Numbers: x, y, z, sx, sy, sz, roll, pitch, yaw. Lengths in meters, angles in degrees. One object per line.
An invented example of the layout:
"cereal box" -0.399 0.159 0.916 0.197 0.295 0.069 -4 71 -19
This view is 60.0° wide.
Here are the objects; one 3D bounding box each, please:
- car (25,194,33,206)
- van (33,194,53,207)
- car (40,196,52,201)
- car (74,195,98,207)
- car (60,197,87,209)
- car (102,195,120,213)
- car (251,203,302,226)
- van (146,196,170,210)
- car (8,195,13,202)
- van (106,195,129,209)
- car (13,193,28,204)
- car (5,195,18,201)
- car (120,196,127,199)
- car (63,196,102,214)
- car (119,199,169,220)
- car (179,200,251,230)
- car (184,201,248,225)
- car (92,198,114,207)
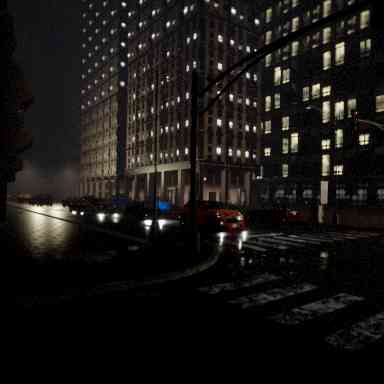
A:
"car" -23.974 1.431 51.324 1.802 1.307 4.206 1 -1 -35
"van" -20.698 1.196 46.722 1.690 1.788 3.998 1 -1 -35
"car" -36.780 1.569 83.802 1.802 1.307 4.206 1 -1 -35
"car" -16.065 1.320 50.197 2.097 1.767 4.553 1 -1 -36
"car" -15.950 1.403 44.585 2.128 1.511 4.902 1 -1 -35
"car" -9.960 1.401 36.090 1.882 1.535 5.008 1 -1 -36
"car" 5.765 1.504 23.951 1.967 1.590 4.097 1 -1 -35
"van" -4.051 1.380 37.764 1.690 1.788 3.998 1 -1 -35
"car" -37.064 1.396 69.741 1.947 1.339 4.313 1 -1 -35
"van" -10.595 1.367 46.973 1.690 1.788 3.998 1 -1 -35
"car" -30.515 1.154 60.535 2.192 1.841 5.009 1 -1 -35
"car" -40.336 1.377 74.345 2.008 1.369 4.403 1 -1 -35
"car" -7.327 1.583 42.366 2.008 1.369 4.403 1 -1 -35
"car" -10.884 1.426 32.908 2.008 1.369 4.403 1 -1 -35
"car" -4.093 1.501 27.823 1.994 1.385 4.181 1 -1 -35
"car" 1.111 1.302 20.509 2.097 1.767 4.553 1 -1 -35
"car" 1.696 1.499 25.168 2.128 1.511 4.902 1 -1 -35
"car" -13.872 1.585 51.574 1.947 1.339 4.313 1 -1 -35
